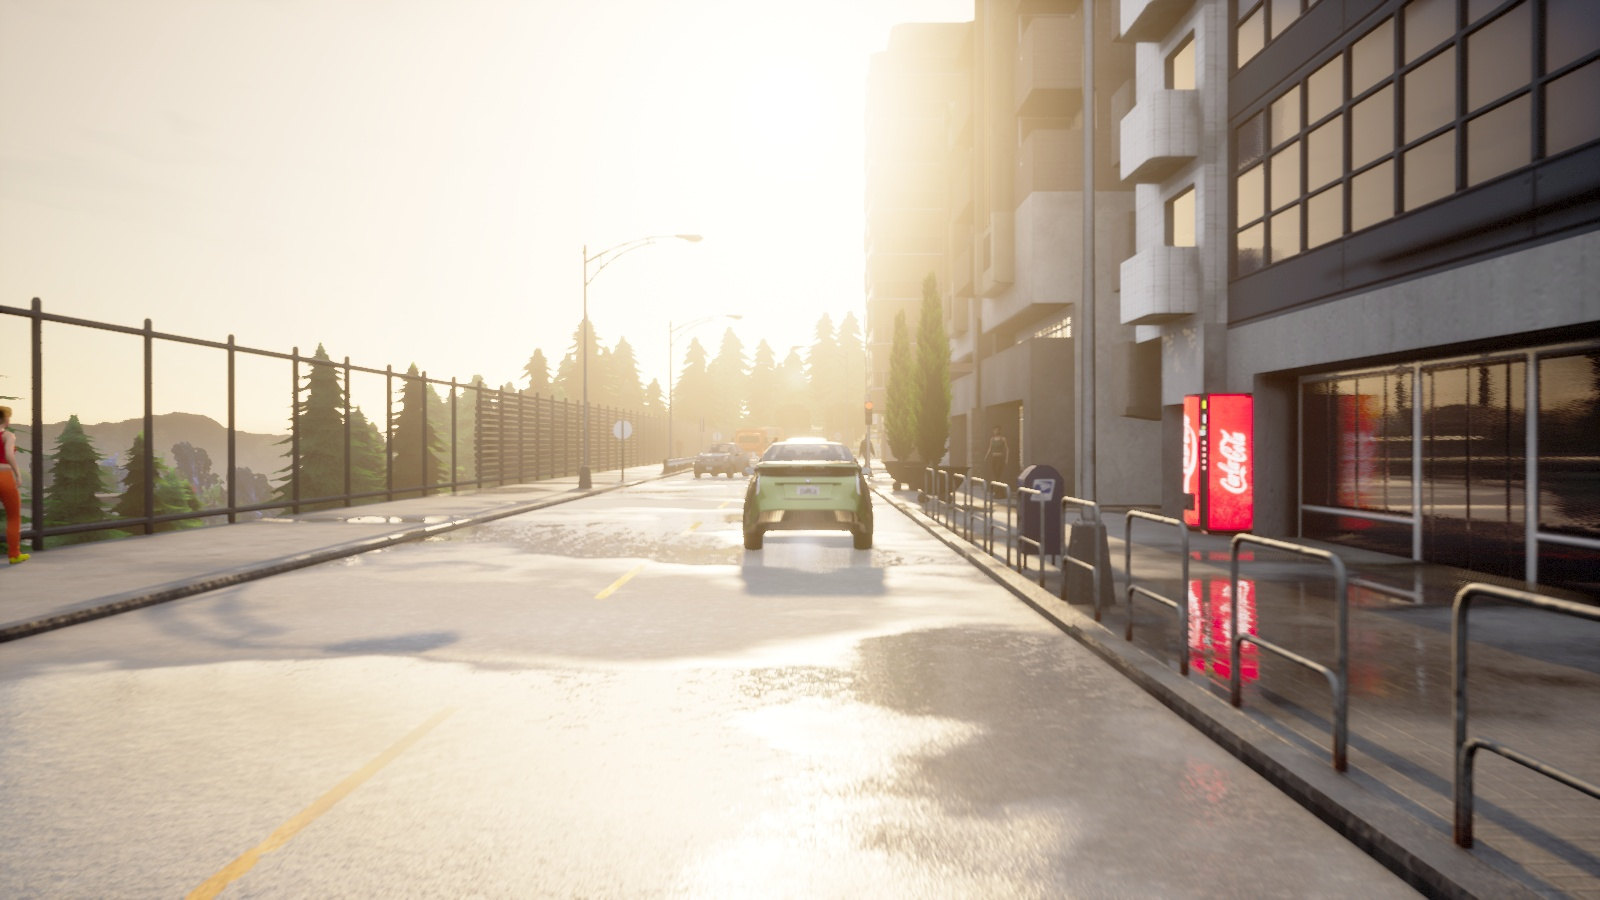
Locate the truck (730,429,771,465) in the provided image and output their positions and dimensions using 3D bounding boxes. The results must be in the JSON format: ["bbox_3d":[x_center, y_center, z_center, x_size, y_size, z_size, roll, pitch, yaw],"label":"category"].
[{"bbox_3d":[-3.449,-0.242,88.543,2.627,2.467,5.204,0,0,1],"label":"truck"}]

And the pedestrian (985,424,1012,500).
[{"bbox_3d":[4.812,0.287,30.426,0.594,1.836,0.345,0,0,-40],"label":"pedestrian"}]

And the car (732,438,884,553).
[{"bbox_3d":[0.120,0.587,18.795,2.007,1.525,4.514,0,0,0],"label":"car"}]

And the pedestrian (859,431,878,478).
[{"bbox_3d":[2.692,0.173,49.552,0.376,1.854,0.720,0,0,45],"label":"pedestrian"}]

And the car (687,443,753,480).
[{"bbox_3d":[-3.350,0.457,53.405,1.845,1.501,3.633,0,0,12],"label":"car"}]

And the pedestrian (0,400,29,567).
[{"bbox_3d":[-8.990,0.370,14.051,0.345,1.836,0.594,0,0,3],"label":"pedestrian"}]
